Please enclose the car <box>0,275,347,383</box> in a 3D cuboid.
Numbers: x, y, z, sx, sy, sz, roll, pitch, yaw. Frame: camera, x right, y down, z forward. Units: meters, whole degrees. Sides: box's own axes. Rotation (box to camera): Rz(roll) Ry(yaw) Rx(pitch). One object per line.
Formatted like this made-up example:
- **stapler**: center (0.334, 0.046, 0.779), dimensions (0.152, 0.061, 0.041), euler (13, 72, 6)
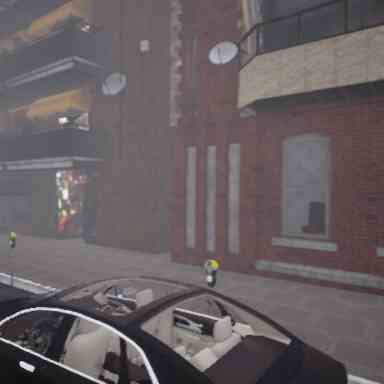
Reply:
- **car**: center (-0.824, 1.551, 3.255), dimensions (4.403, 1.369, 2.008), euler (0, 1, 36)
